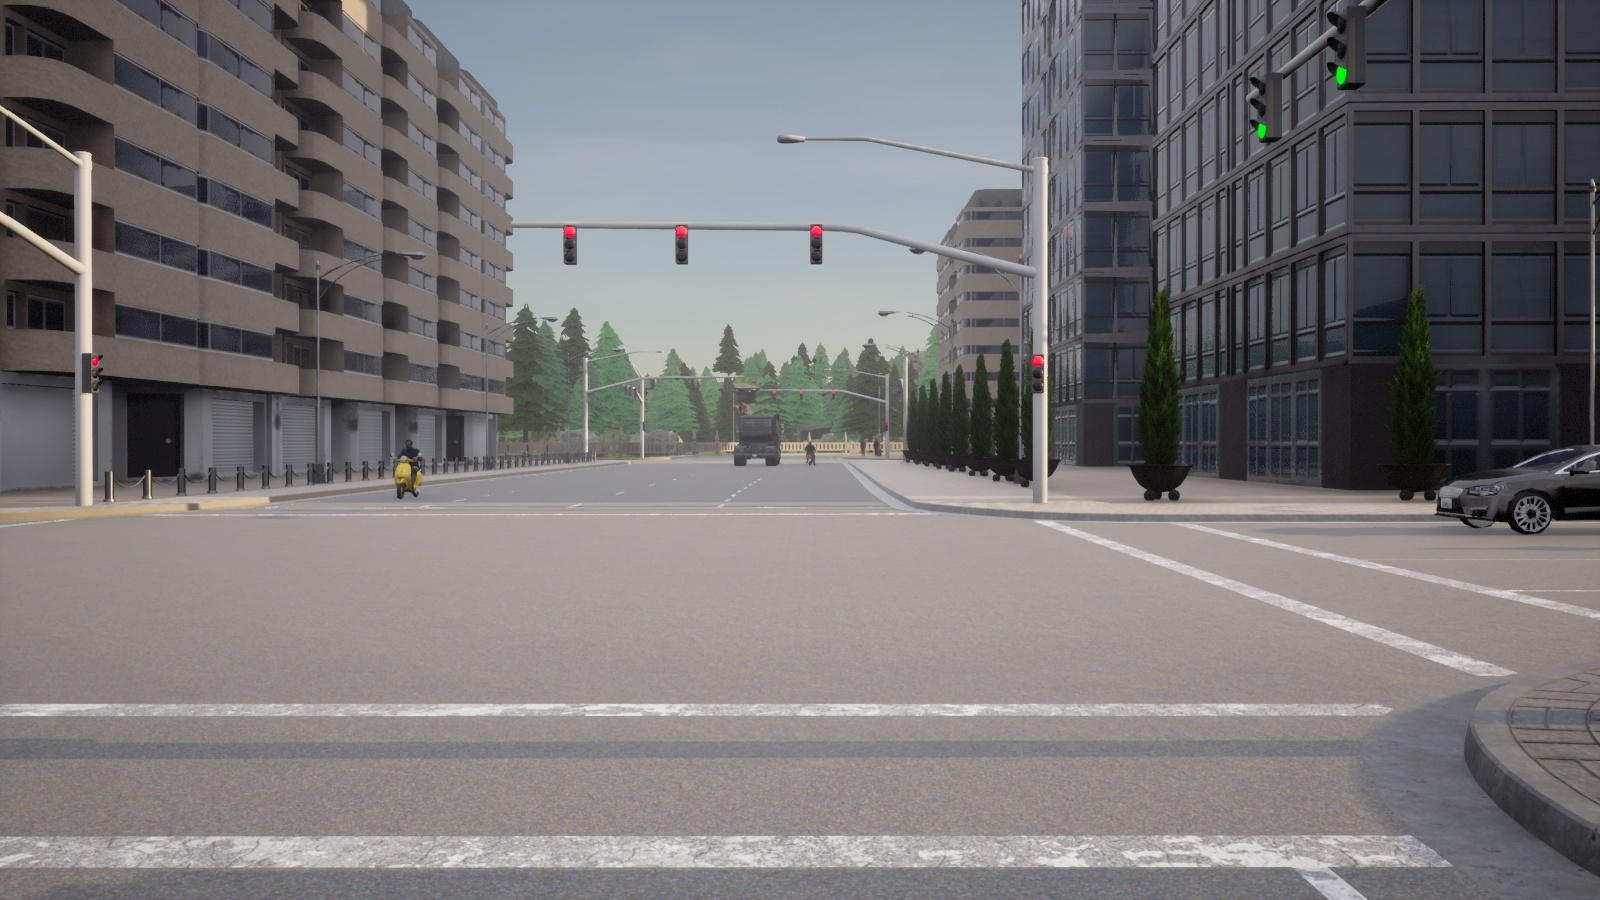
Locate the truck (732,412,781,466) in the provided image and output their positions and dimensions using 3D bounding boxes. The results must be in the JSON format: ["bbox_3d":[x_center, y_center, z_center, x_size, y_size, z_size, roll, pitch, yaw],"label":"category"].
[{"bbox_3d":[-2.822,-0.710,83.605,2.891,3.462,7.936,0,0,1],"label":"truck"}]

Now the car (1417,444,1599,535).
[{"bbox_3d":[13.678,0.646,21.788,4.902,1.511,2.128,0,0,1],"label":"car"}]

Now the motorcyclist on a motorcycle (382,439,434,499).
[{"bbox_3d":[-10.623,0.499,34.094,0.866,1.590,1.817,0,0,0],"label":"motorcyclist on a motorcycle"}]
